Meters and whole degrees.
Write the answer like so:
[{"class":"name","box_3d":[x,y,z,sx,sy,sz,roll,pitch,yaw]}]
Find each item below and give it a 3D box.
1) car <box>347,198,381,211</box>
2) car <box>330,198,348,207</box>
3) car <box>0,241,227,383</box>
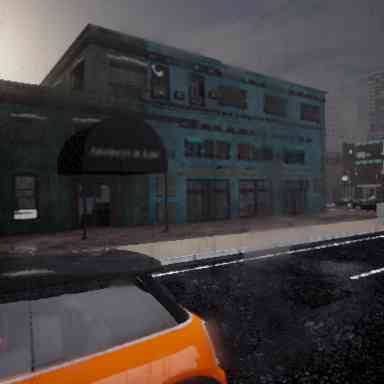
[{"class":"car","box_3d":[21.345,1.614,39.413,1.947,1.339,4.313,-2,0,-36]},{"class":"car","box_3d":[23.409,1.569,51.145,2.008,1.369,4.403,-2,0,-36]},{"class":"car","box_3d":[-1.970,1.355,2.285,4.553,1.767,2.097,0,0,-35]}]
